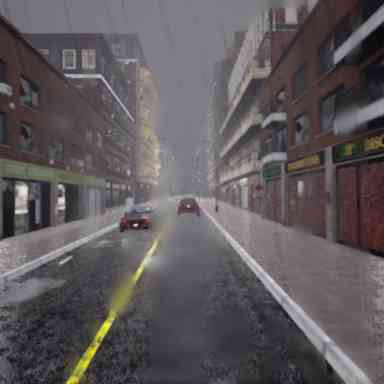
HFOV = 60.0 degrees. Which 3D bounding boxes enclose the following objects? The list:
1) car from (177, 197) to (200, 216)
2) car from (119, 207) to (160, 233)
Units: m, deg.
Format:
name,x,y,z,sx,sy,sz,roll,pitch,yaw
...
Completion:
name,x,y,z,sx,sy,sz,roll,pitch,yaw
car,-0.339,1.320,32.527,2.097,1.767,4.553,0,0,-1
car,-3.010,1.567,19.683,1.994,1.385,4.181,0,0,-1
